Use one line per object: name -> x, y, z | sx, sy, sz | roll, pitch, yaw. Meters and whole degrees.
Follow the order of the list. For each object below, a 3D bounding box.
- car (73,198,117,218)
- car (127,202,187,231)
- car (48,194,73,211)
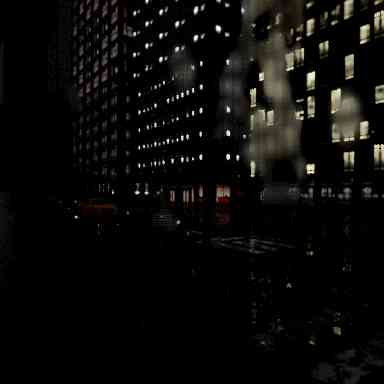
car -> -7.824, 1.254, 27.364 | 1.882, 1.535, 5.008 | 0, 0, -37
car -> -2.193, 1.343, 19.796 | 2.128, 1.511, 4.902 | 0, 0, -37
car -> -13.711, 1.045, 35.292 | 2.097, 1.767, 4.553 | 0, 0, -37
